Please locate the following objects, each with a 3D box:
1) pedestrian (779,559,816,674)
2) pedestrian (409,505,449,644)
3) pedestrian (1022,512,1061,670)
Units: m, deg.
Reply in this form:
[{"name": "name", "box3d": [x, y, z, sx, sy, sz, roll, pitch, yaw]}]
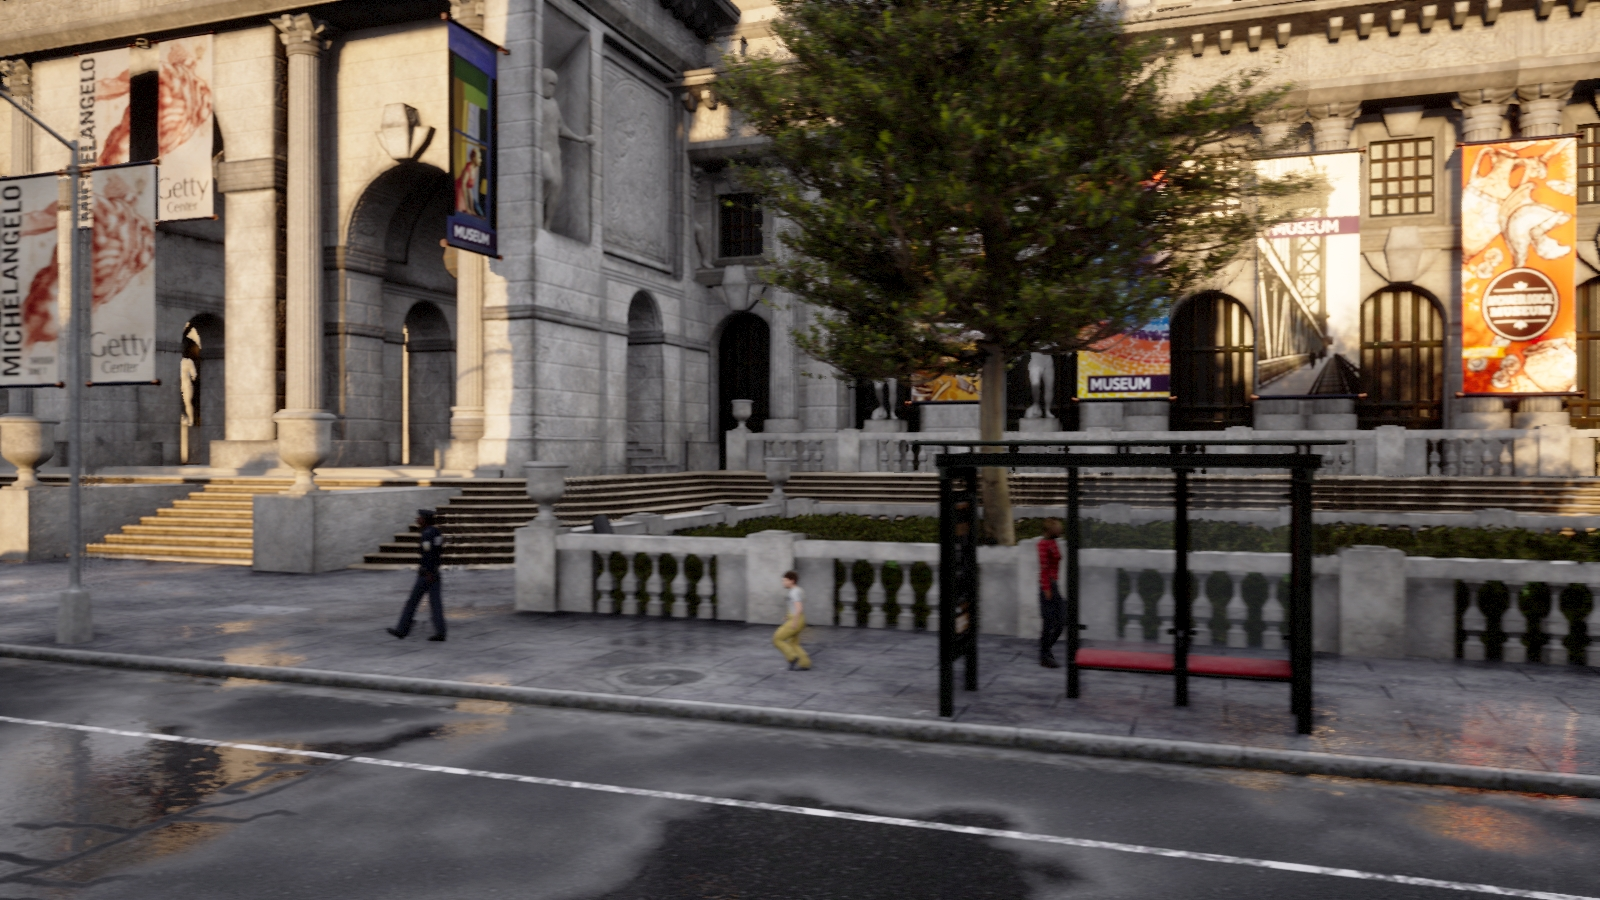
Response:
[{"name": "pedestrian", "box3d": [-0.028, 1.976, 13.640, 0.375, 1.300, 0.375, 0, 0, 11]}, {"name": "pedestrian", "box3d": [-5.084, 1.695, 15.665, 0.375, 1.860, 0.375, 0, 0, 12]}, {"name": "pedestrian", "box3d": [2.936, 1.696, 13.884, 0.375, 1.860, 0.375, 0, 0, 27]}]
